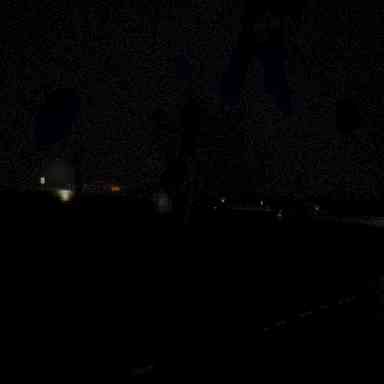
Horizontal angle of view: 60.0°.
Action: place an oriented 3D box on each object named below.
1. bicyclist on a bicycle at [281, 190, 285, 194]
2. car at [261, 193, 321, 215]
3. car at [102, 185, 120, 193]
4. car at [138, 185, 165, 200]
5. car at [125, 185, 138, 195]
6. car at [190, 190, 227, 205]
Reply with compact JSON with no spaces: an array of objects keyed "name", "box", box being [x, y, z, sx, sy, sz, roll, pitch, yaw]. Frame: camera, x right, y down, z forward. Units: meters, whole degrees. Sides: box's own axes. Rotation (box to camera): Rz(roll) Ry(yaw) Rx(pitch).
[{"name":"bicyclist on a bicycle","box":[9.210,0.666,33.852,1.656,1.620,0.582,0,2,-35]},{"name":"car","box":[7.581,0.897,25.821,2.128,1.511,4.902,0,2,-35]},{"name":"car","box":[-15.404,-0.662,63.186,1.882,1.535,5.008,0,2,-36]},{"name":"car","box":[-4.533,0.188,42.850,2.033,1.411,5.357,0,2,-35]},{"name":"car","box":[-9.202,-0.433,54.481,2.097,1.767,4.553,0,2,-35]},{"name":"car","box":[1.587,0.513,34.241,2.128,1.511,4.902,0,2,-35]}]
